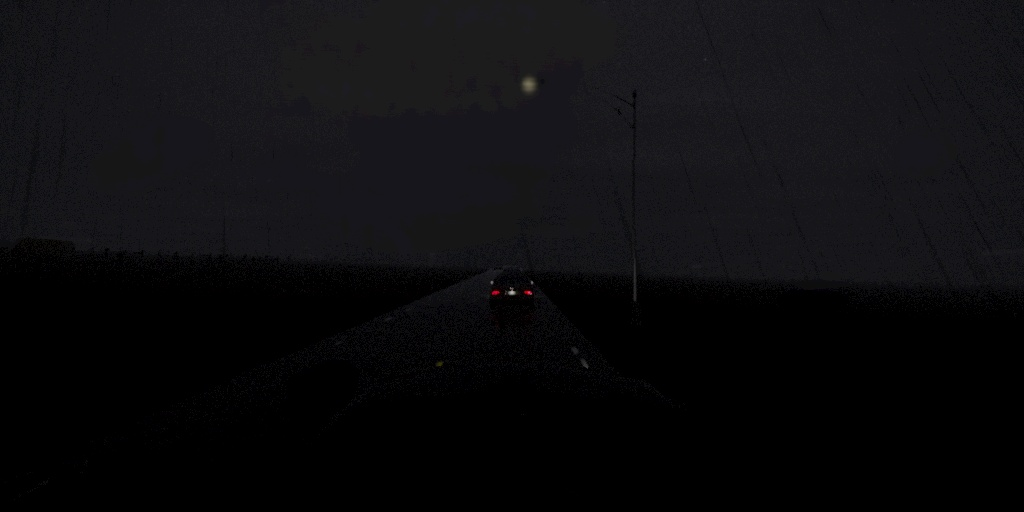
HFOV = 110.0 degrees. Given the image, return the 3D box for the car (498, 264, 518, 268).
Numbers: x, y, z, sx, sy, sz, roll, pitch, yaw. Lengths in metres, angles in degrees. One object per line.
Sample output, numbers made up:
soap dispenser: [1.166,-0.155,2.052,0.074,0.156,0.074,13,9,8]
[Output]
car: [0.001,1.656,31.172,1.994,1.385,4.181,0,-1,0]

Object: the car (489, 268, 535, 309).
car: [0.000,1.447,15.862,2.033,1.411,5.357,0,-1,0]
